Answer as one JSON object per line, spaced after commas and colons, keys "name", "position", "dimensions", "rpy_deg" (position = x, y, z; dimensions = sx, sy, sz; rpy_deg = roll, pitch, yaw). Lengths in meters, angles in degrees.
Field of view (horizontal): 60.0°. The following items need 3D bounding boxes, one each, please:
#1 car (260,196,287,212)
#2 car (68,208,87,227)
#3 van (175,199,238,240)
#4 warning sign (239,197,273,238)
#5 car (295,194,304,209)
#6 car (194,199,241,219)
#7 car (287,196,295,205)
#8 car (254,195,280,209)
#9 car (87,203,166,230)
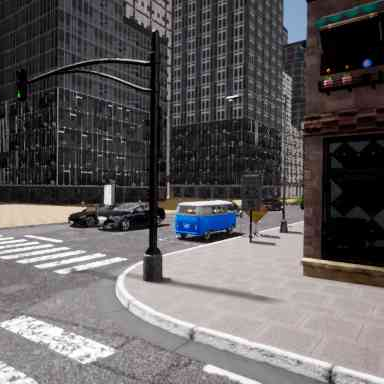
{"name": "car", "position": [8.949, 1.426, 38.413], "dimensions": [1.812, 1.442, 4.674], "rpy_deg": [1, 1, 36]}
{"name": "car", "position": [-6.005, 1.467, 21.893], "dimensions": [1.947, 1.339, 4.313], "rpy_deg": [1, 1, 35]}
{"name": "van", "position": [0.825, 1.368, 17.030], "dimensions": [1.690, 1.788, 3.998], "rpy_deg": [1, 1, 35]}
{"name": "warning sign", "position": [3.106, 1.177, 16.135], "dimensions": [1.300, 1.860, 1.060], "rpy_deg": [1, 1, 35]}
{"name": "car", "position": [15.417, 1.159, 42.100], "dimensions": [2.150, 2.045, 5.566], "rpy_deg": [1, 1, 36]}
{"name": "car", "position": [2.357, 1.424, 29.169], "dimensions": [1.837, 1.490, 4.892], "rpy_deg": [1, 1, 36]}
{"name": "car", "position": [16.356, 1.363, 53.305], "dimensions": [1.752, 1.417, 4.829], "rpy_deg": [1, 1, 35]}
{"name": "car", "position": [10.038, 1.293, 44.428], "dimensions": [1.967, 1.590, 4.097], "rpy_deg": [1, 1, 35]}
{"name": "car", "position": [-3.669, 1.431, 20.709], "dimensions": [2.128, 1.511, 4.902], "rpy_deg": [1, 1, 35]}
